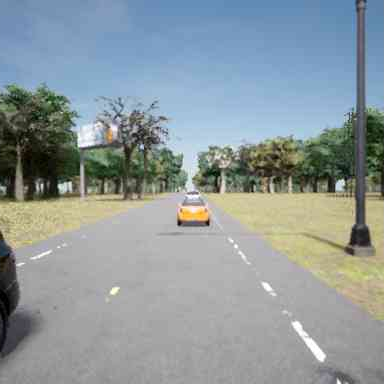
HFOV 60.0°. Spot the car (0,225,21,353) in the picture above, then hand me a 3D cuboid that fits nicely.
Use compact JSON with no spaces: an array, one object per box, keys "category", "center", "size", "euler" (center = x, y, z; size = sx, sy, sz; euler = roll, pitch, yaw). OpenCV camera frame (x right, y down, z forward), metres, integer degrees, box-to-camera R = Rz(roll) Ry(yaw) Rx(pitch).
[{"category":"car","center":[-3.595,1.215,2.631],"size":[2.150,2.045,5.566],"euler":[0,0,0]}]

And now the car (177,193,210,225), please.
[{"category":"car","center":[0.108,1.195,22.943],"size":[2.097,1.767,4.553],"euler":[0,1,0]}]

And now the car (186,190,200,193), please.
[{"category":"car","center":[0.123,0.770,42.383],"size":[2.150,2.045,5.566],"euler":[0,1,0]}]
